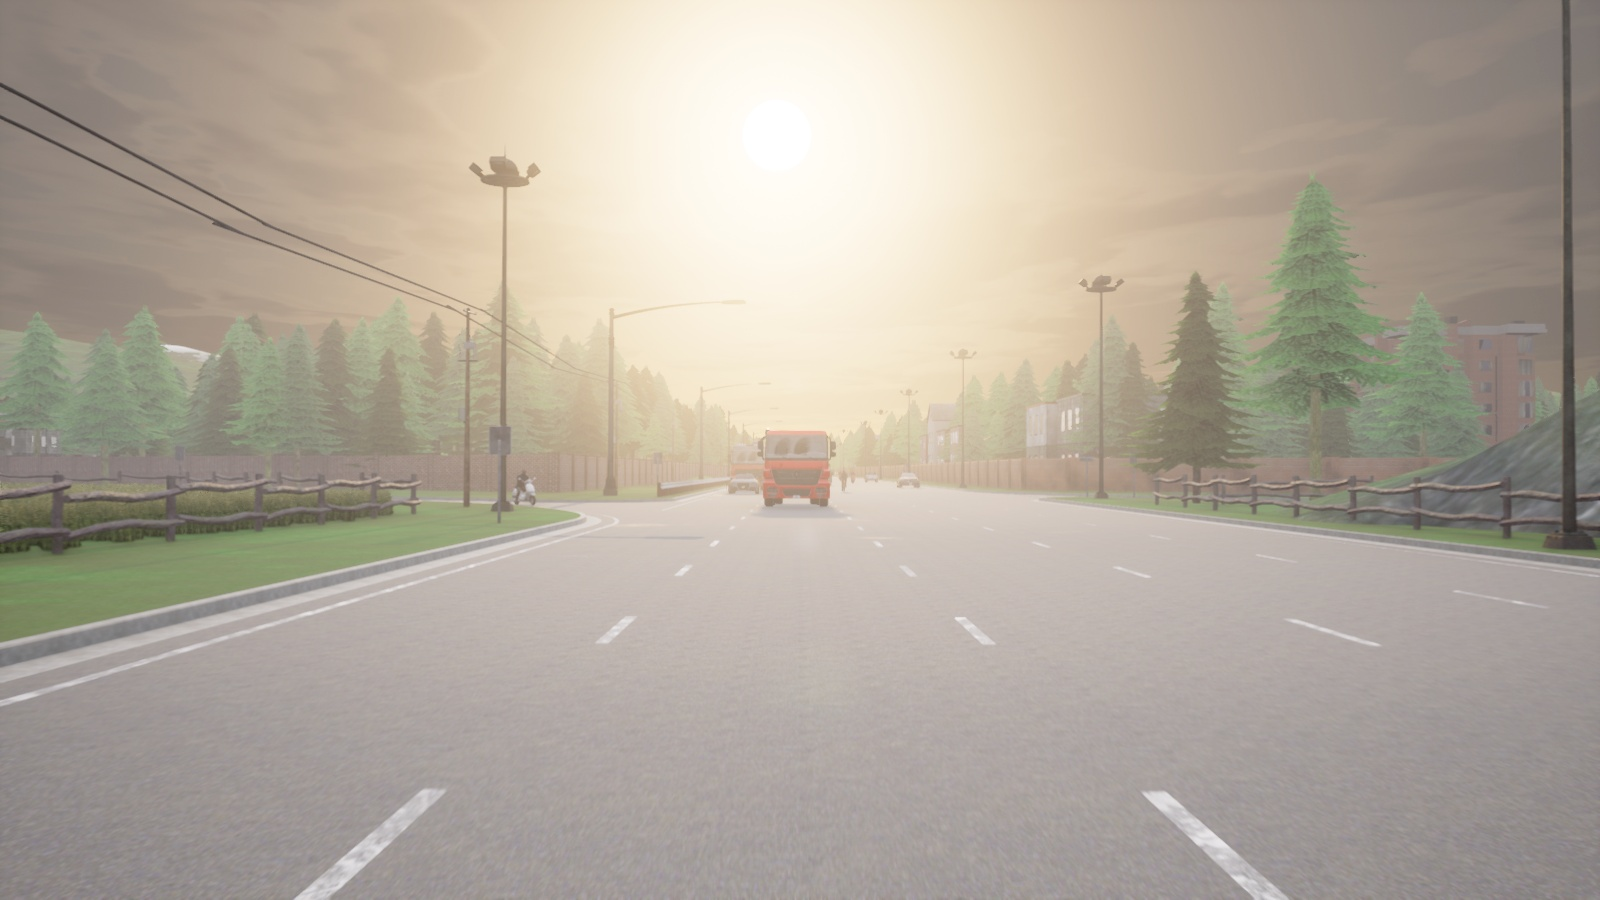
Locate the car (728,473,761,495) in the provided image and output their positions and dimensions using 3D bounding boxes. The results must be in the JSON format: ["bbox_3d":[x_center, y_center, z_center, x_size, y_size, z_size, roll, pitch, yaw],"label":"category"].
[{"bbox_3d":[-3.709,2.281,84.497,1.994,1.385,4.181,0,-1,0],"label":"car"}]

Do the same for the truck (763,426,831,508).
[{"bbox_3d":[-0.146,0.775,57.306,2.891,3.462,7.936,0,-1,0],"label":"truck"}]

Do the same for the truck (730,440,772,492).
[{"bbox_3d":[-3.746,1.266,97.488,2.891,3.827,8.468,0,-1,0],"label":"truck"}]

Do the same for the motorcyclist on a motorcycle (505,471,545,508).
[{"bbox_3d":[-12.216,1.733,55.800,1.817,1.590,0.866,-1,-1,45],"label":"motorcyclist on a motorcycle"}]
